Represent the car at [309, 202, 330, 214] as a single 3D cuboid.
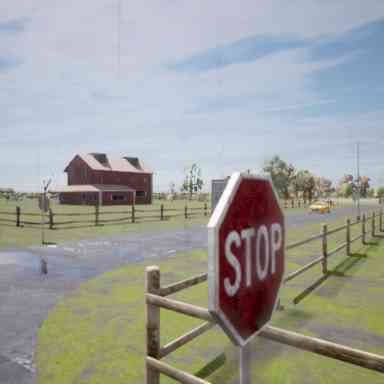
[{"bbox_3d":[18.068,2.209,46.992,1.882,1.535,5.008,-1,-1,35],"label":"car"}]
